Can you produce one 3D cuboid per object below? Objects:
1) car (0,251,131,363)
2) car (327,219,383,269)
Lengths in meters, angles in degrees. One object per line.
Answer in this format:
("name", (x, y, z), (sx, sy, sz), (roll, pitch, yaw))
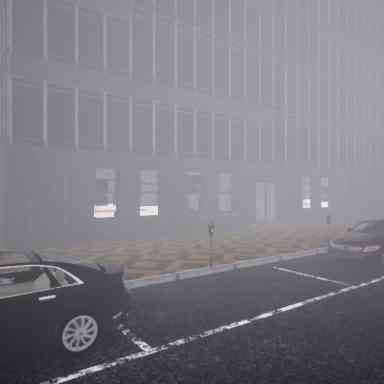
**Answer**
("car", (-2.993, 1.551, 4.424), (4.403, 1.369, 2.008), (0, 0, -36))
("car", (6.259, 1.582, 11.057), (4.206, 1.307, 1.802), (0, 0, -36))
